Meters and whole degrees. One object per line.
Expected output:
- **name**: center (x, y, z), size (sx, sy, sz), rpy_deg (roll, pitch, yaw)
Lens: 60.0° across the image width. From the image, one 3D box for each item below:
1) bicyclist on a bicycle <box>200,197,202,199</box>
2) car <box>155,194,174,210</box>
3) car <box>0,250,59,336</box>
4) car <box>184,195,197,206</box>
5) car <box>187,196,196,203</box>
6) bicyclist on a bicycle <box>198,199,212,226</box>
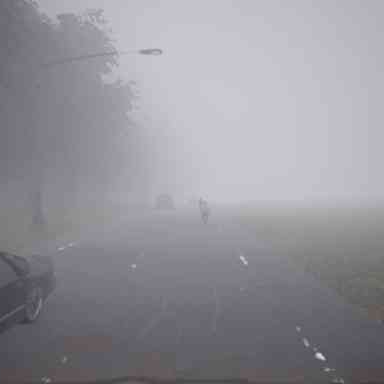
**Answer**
- **bicyclist on a bicycle**: center (0.905, 1.435, 34.333), size (0.659, 1.776, 1.843), rpy_deg (0, 0, 0)
- **car**: center (-3.666, 1.279, 45.306), size (2.150, 2.045, 5.566), rpy_deg (0, 0, 0)
- **car**: center (-3.609, 1.563, 4.430), size (2.033, 1.411, 5.357), rpy_deg (0, 0, 0)
- **car**: center (0.005, 1.595, 56.756), size (2.033, 1.411, 5.357), rpy_deg (0, 0, 0)
- **car**: center (-0.121, 1.545, 73.789), size (1.812, 1.442, 4.674), rpy_deg (0, 0, 0)
- **bicyclist on a bicycle**: center (0.929, 1.494, 22.603), size (0.866, 1.612, 1.509), rpy_deg (0, 0, 0)
